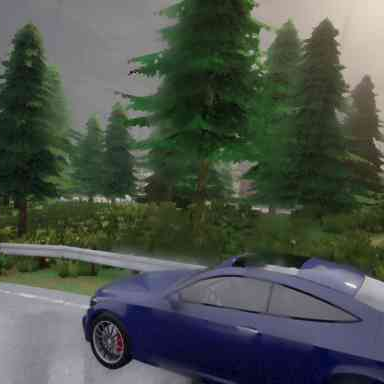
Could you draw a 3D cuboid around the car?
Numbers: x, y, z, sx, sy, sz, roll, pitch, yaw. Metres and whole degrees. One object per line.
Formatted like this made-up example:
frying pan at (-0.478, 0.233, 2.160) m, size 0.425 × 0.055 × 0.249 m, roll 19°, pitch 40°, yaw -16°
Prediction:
car at (0.744, 1.499, 4.106) m, size 4.674 × 1.442 × 1.812 m, roll 1°, pitch 1°, yaw 31°
